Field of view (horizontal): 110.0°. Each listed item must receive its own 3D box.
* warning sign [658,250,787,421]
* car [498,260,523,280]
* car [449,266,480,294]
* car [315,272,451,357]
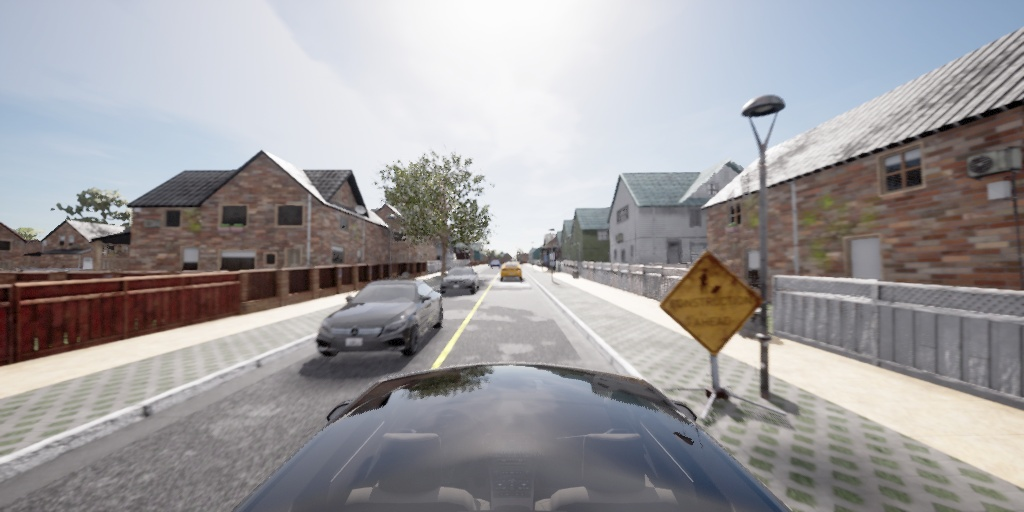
[{"bbox_3d":[2.519,0.856,4.402,1.300,1.860,1.060,0,0,0],"label":"warning sign"},{"bbox_3d":[-0.049,1.309,32.332,1.882,1.535,5.008,0,0,0],"label":"car"},{"bbox_3d":[-2.926,1.332,21.067,1.812,1.442,4.674,0,0,0],"label":"car"},{"bbox_3d":[-2.872,1.303,8.820,1.812,1.442,4.674,0,0,0],"label":"car"}]
